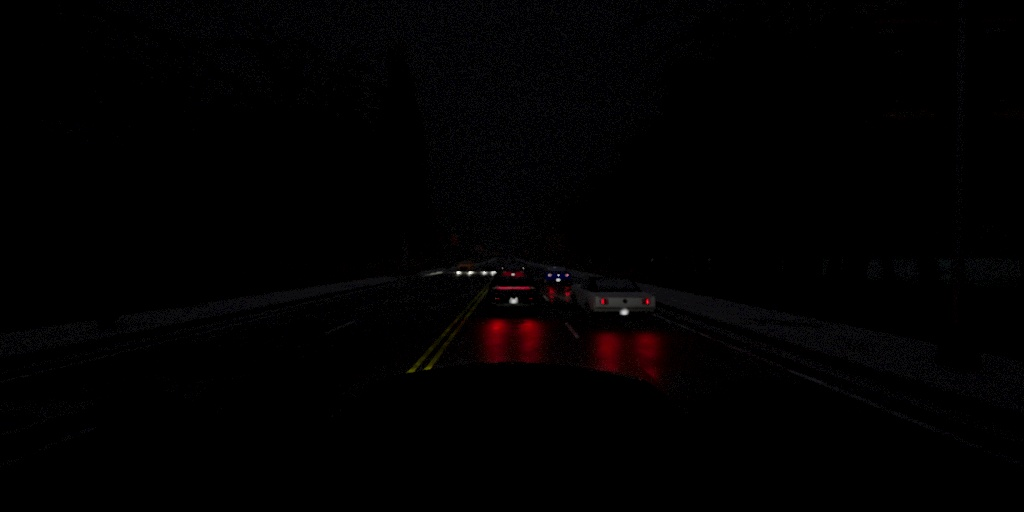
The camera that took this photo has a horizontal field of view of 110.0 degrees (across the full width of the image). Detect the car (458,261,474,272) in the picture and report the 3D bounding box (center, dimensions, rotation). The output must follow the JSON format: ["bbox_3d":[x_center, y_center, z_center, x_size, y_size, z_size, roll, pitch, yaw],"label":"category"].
[{"bbox_3d":[-6.558,1.435,51.234,1.882,1.535,5.008,0,0,0],"label":"car"}]

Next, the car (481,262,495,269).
[{"bbox_3d":[-3.304,1.528,52.156,1.994,1.385,4.181,0,0,0],"label":"car"}]

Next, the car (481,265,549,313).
[{"bbox_3d":[0.073,1.268,14.159,2.128,1.511,4.902,0,0,0],"label":"car"}]

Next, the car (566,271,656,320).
[{"bbox_3d":[3.316,1.373,12.749,1.895,1.301,4.718,0,0,0],"label":"car"}]

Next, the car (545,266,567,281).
[{"bbox_3d":[3.322,1.424,27.783,1.895,1.301,4.718,0,0,0],"label":"car"}]
